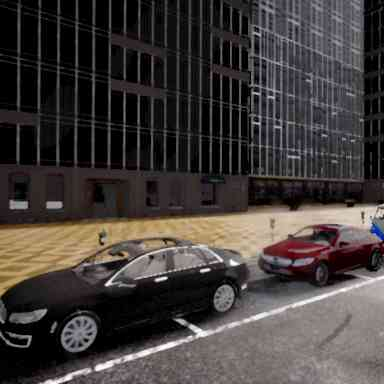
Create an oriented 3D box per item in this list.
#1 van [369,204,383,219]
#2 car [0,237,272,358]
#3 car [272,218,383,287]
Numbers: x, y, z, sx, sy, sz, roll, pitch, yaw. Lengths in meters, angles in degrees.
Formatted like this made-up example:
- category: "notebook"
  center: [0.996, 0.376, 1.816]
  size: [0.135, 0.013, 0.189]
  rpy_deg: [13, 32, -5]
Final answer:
- category: "van"
  center: [8.292, 1.297, 12.463]
  size: [3.998, 1.788, 1.690]
  rpy_deg: [0, 1, -36]
- category: "car"
  center: [-0.901, 1.543, 5.907]
  size: [4.403, 1.369, 2.008]
  rpy_deg: [0, 1, -36]
- category: "car"
  center: [3.695, 1.556, 9.186]
  size: [4.206, 1.307, 1.802]
  rpy_deg: [0, 1, -36]
